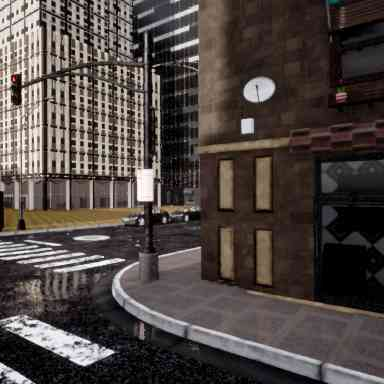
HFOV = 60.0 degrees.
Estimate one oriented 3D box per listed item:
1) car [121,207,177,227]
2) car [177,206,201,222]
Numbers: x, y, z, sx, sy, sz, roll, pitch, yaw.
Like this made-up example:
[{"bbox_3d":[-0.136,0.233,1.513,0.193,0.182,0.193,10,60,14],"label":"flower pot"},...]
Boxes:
[{"bbox_3d":[-3.555,1.894,25.929,2.008,1.369,4.403,-2,-2,35],"label":"car"},{"bbox_3d":[-0.356,1.975,30.488,2.008,1.369,4.403,-2,-2,35],"label":"car"}]
